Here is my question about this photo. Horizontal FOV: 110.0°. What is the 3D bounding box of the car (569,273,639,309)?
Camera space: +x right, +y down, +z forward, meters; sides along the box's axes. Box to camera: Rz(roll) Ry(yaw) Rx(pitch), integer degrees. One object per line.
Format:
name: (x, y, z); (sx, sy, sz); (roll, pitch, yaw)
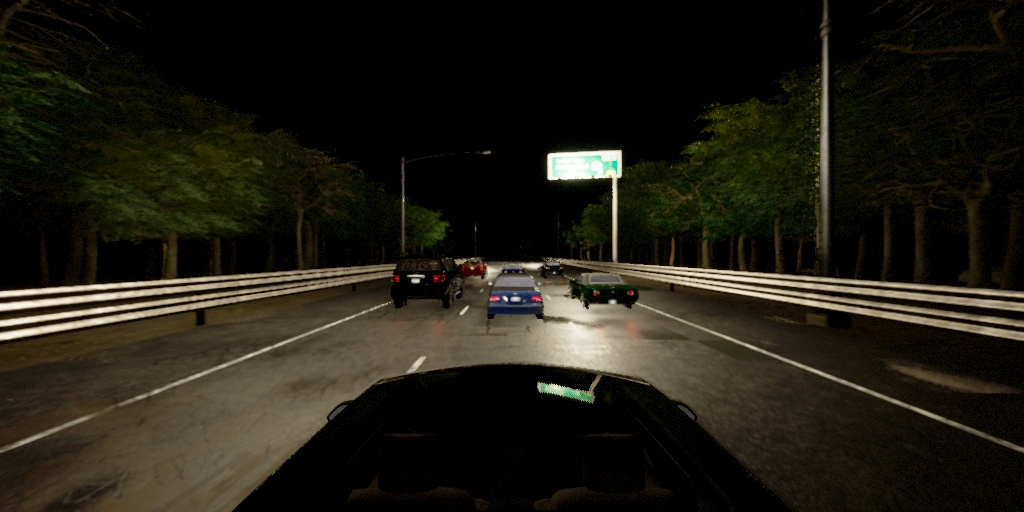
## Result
car: (3.605, 1.351, 15.027); (1.895, 1.301, 4.718); (0, 0, 0)

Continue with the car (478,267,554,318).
car: (0.104, 1.297, 12.926); (2.033, 1.411, 5.357); (0, 0, 0)

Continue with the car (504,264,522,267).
car: (0.110, 1.335, 31.551); (1.895, 1.301, 4.718); (0, 0, 0)

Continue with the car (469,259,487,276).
car: (-3.387, 1.084, 32.690); (2.097, 1.767, 4.553); (0, 0, 0)

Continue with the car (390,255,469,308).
car: (-3.395, 0.972, 15.338); (2.150, 2.045, 5.566); (0, 0, 0)

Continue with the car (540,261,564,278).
car: (3.612, 1.223, 32.935); (2.128, 1.511, 4.902); (0, 0, 0)
